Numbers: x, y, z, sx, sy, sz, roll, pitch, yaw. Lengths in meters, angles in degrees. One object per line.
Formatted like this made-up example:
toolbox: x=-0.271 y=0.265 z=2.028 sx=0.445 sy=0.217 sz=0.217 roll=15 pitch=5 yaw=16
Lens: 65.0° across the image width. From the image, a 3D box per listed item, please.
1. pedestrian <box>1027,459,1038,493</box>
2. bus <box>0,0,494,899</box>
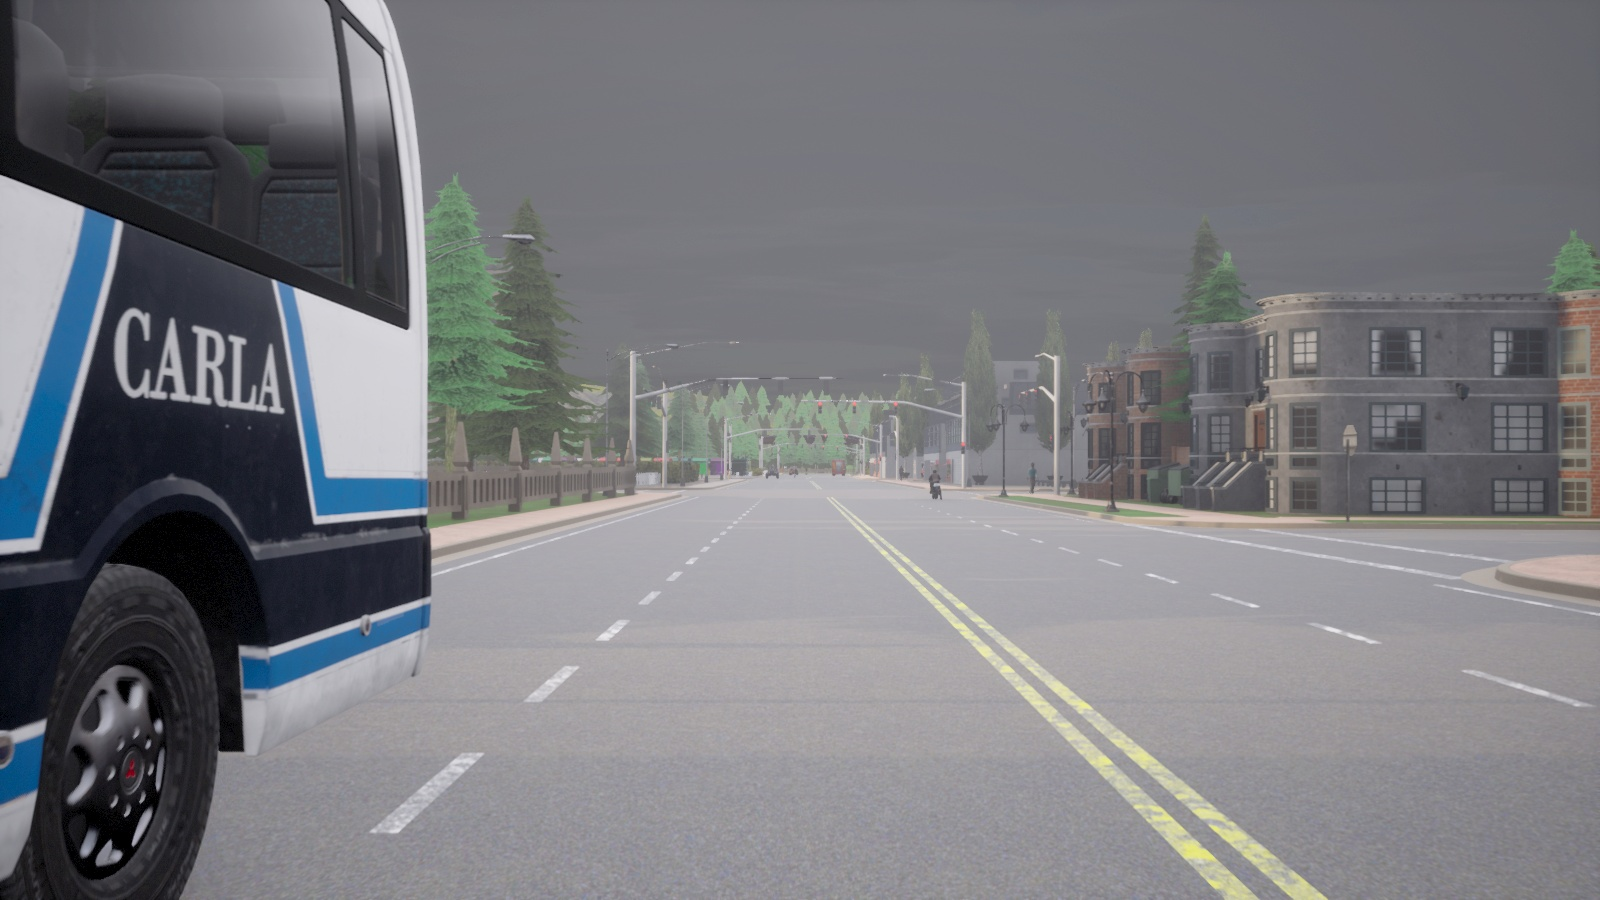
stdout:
pedestrian: x=12.961 y=1.446 z=69.982 sx=0.396 sy=1.930 sz=0.692 roll=0 pitch=-1 yaw=-8
bus: x=-3.508 y=-0.533 z=1.211 sx=3.944 sy=4.253 sz=10.273 roll=0 pitch=-1 yaw=0
